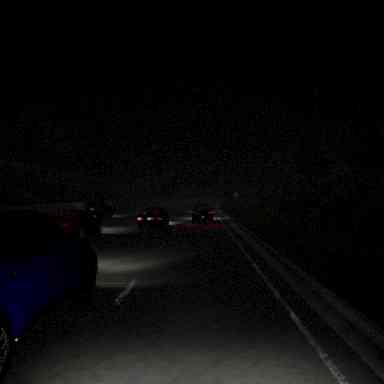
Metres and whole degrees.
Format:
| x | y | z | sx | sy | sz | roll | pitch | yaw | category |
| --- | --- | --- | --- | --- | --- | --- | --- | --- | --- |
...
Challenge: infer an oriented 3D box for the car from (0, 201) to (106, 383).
| x | y | z | sx | sy | sz | roll | pitch | yaw | category |
| --- | --- | --- | --- | --- | --- | --- | --- | --- | --- |
| -3.255 | 1.280 | 5.258 | 2.150 | 2.045 | 5.566 | 0 | -1 | 1 | car |

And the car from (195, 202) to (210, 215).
| x | y | z | sx | sy | sz | roll | pitch | yaw | category |
| --- | --- | --- | --- | --- | --- | --- | --- | --- | --- |
| 1.333 | 2.038 | 42.782 | 1.812 | 1.442 | 4.674 | 0 | -1 | 1 | car |

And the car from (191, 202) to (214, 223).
| x | y | z | sx | sy | sz | roll | pitch | yaw | category |
| --- | --- | --- | --- | --- | --- | --- | --- | --- | --- |
| 0.937 | 1.878 | 29.310 | 1.812 | 1.442 | 4.674 | 0 | -1 | 2 | car |

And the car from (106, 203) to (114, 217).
| x | y | z | sx | sy | sz | roll | pitch | yaw | category |
| --- | --- | --- | --- | --- | --- | --- | --- | --- | --- |
| -9.434 | 1.737 | 33.776 | 2.097 | 1.767 | 4.553 | 0 | -1 | 2 | car |

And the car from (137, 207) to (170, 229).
| x | y | z | sx | sy | sz | roll | pitch | yaw | category |
| --- | --- | --- | --- | --- | --- | --- | --- | --- | --- |
| -2.713 | 1.832 | 24.283 | 2.033 | 1.411 | 5.357 | 0 | -1 | 2 | car |
